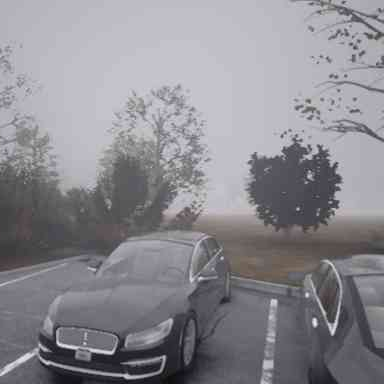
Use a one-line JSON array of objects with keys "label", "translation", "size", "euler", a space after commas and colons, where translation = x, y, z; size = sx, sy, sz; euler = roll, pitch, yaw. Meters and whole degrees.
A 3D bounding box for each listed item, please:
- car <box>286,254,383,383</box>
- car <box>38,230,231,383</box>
[{"label": "car", "translation": [2.262, 1.487, 3.881], "size": [2.231, 1.521, 4.892], "euler": [0, -1, 16]}, {"label": "car", "translation": [-0.493, 1.492, 5.863], "size": [2.231, 1.521, 4.892], "euler": [1, -1, 16]}]
